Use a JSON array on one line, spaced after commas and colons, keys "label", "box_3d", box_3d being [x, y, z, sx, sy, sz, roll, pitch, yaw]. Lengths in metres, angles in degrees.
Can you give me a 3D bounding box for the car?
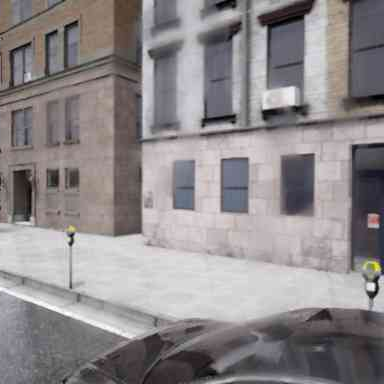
[{"label": "car", "box_3d": [0.916, 1.532, 2.169, 4.313, 1.339, 1.947, 1, 1, 35]}]
